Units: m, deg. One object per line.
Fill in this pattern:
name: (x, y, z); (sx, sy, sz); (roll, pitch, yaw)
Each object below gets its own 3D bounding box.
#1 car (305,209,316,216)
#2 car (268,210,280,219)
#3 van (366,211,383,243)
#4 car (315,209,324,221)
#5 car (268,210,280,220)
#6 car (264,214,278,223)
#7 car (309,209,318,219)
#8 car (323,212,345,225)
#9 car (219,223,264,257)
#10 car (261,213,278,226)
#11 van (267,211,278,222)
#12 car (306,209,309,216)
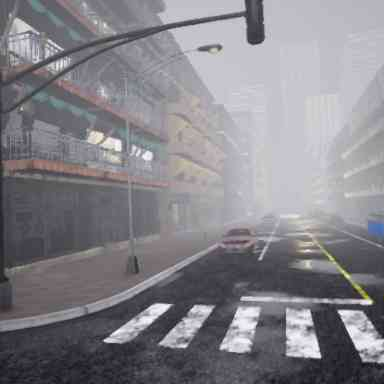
car: (30.289, 5.211, 85.185); (2.192, 1.841, 5.009); (-4, -4, 16)
car: (11.645, 3.972, 49.743); (1.967, 1.590, 4.097); (-4, -4, 16)
van: (12.066, 2.095, 20.551); (1.690, 1.788, 3.998); (-4, -4, 16)
car: (21.234, 3.856, 53.019); (1.752, 1.417, 4.829); (-4, -4, 16)
car: (17.691, 4.896, 71.301); (2.192, 1.841, 5.009); (-4, -4, 16)
car: (13.170, 4.344, 55.122); (2.008, 1.369, 4.403); (-4, -4, 16)
car: (24.214, 4.162, 63.641); (2.192, 1.841, 5.009); (-4, -4, 16)
car: (18.154, 3.381, 42.080); (1.802, 1.307, 4.206); (-4, -4, 16)
car: (2.541, 2.544, 17.418); (1.802, 1.307, 4.206); (-4, -4, 16)
car: (10.134, 3.851, 44.349); (1.802, 1.307, 4.206); (-4, -4, 16)
van: (14.677, 4.397, 60.521); (1.690, 1.788, 3.998); (-4, -4, 16)
car: (27.251, 4.686, 74.413); (2.192, 1.841, 5.009); (-4, -4, 16)
